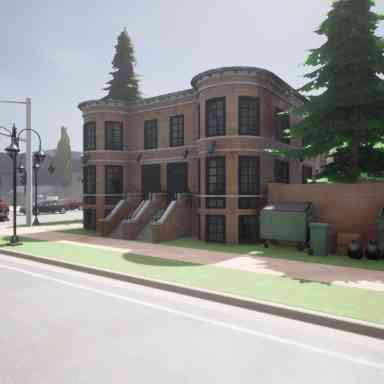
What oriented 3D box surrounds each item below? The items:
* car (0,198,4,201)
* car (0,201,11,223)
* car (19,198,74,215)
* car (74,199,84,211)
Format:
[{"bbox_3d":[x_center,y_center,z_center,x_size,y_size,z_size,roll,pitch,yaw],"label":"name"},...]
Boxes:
[{"bbox_3d":[-20.189,1.352,31.957,2.097,1.767,4.553,0,0,35],"label":"car"},{"bbox_3d":[-14.637,1.547,21.174,2.033,1.411,5.357,0,0,35],"label":"car"},{"bbox_3d":[-14.802,1.505,33.568,1.837,1.490,4.892,0,0,34],"label":"car"},{"bbox_3d":[-14.974,1.478,39.563,1.882,1.535,5.008,0,0,33],"label":"car"}]
